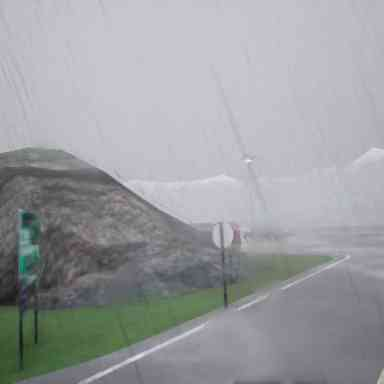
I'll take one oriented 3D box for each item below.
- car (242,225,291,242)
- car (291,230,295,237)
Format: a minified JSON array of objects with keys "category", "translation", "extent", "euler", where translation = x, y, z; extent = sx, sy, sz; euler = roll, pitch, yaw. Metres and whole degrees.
[{"category":"car","translation":[7.964,4.720,36.963],"extent":[4.892,1.490,1.837],"euler":[-7,-7,38]},{"category":"car","translation":[9.865,4.741,39.924],"extent":[4.553,1.767,2.097],"euler":[-7,-7,38]}]
